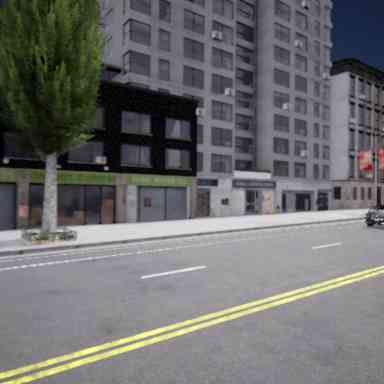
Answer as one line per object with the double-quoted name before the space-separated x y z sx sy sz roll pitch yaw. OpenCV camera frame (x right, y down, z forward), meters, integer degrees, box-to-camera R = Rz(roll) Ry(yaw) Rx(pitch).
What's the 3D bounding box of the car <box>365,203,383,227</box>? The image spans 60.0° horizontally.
"car" 12.687 1.383 20.716 4.892 1.490 1.837 0 0 -35
